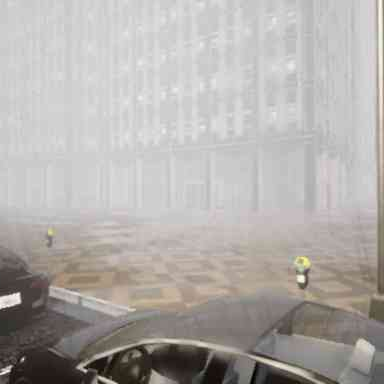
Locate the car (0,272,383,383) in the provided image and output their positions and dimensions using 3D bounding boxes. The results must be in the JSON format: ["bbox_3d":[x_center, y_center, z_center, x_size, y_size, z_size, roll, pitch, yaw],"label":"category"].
[{"bbox_3d":[0.297,1.570,2.663,4.313,1.339,1.947,0,0,36],"label":"car"}]

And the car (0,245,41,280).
[{"bbox_3d":[-4.288,1.589,5.935,4.313,1.339,1.947,0,0,36],"label":"car"}]
